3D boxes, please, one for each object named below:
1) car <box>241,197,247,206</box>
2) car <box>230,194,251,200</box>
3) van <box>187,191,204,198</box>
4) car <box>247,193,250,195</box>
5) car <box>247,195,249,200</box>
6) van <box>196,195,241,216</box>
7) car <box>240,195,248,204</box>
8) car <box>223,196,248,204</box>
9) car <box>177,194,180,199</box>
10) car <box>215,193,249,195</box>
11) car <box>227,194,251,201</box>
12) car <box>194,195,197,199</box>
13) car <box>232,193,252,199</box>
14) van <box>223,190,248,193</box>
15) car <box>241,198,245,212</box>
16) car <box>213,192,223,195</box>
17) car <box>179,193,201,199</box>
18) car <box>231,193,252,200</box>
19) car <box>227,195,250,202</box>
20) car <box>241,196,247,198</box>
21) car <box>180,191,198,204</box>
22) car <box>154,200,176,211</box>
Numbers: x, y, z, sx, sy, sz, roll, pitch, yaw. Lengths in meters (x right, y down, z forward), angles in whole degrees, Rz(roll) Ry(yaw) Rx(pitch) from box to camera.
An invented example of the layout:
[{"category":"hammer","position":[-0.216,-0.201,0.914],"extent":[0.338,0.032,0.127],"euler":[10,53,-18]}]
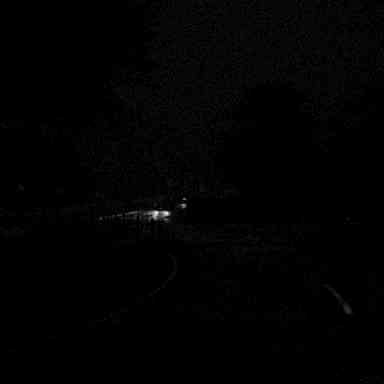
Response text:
[{"category":"car","position":[4.152,1.796,43.987],"extent":[5.366,1.575,1.946],"euler":[0,1,12]},{"category":"car","position":[11.620,1.198,79.282],"extent":[4.792,1.488,2.163],"euler":[0,1,12]},{"category":"van","position":[0.969,0.689,91.992],"extent":[4.442,1.987,1.878],"euler":[0,1,12]},{"category":"car","position":[7.678,1.505,60.258],"extent":[5.008,1.535,2.097],"euler":[0,1,12]},{"category":"car","position":[6.014,1.651,52.101],"extent":[5.008,1.535,2.097],"euler":[0,1,12]},{"category":"van","position":[3.103,1.674,38.532],"extent":[4.442,1.987,1.878],"euler":[0,1,12]},{"category":"car","position":[5.444,1.702,49.385],"extent":[4.892,1.521,2.231],"euler":[0,1,12]},{"category":"car","position":[8.239,1.497,62.979],"extent":[4.674,1.452,2.002],"euler":[0,1,12]},{"category":"car","position":[-0.865,0.808,83.784],"extent":[5.566,2.045,2.435],"euler":[0,1,12]},{"category":"car","position":[6.598,1.477,54.812],"extent":[4.553,1.767,2.185],"euler":[0,1,12]},{"category":"car","position":[10.851,1.213,76.606],"extent":[5.366,1.575,1.946],"euler":[0,1,12]},{"category":"car","position":[2.124,1.656,57.975],"extent":[1.895,1.301,4.718],"euler":[0,1,12]},{"category":"car","position":[12.713,1.073,84.722],"extent":[5.008,1.535,2.097],"euler":[0,1,12]},{"category":"van","position":[8.915,1.183,65.668],"extent":[4.442,1.987,1.878],"euler":[0,1,12]},{"category":"car","position":[3.804,1.880,41.224],"extent":[4.792,1.488,2.163],"euler":[0,1,12]},{"category":"car","position":[6.893,1.230,81.690],"extent":[1.895,1.301,4.718],"euler":[0,1,12]},{"category":"car","position":[-0.455,1.007,86.566],"extent":[5.366,1.575,1.946],"euler":[0,1,12]},{"category":"car","position":[12.156,1.122,82.004],"extent":[4.892,1.521,2.231],"euler":[0,1,12]},{"category":"car","position":[9.888,1.342,71.138],"extent":[4.792,1.488,2.163],"euler":[0,1,12]},{"category":"car","position":[4.921,1.780,46.662],"extent":[4.792,1.488,2.163],"euler":[0,1,12]},{"category":"car","position":[-0.275,1.307,63.098],"extent":[2.097,1.767,4.553],"euler":[0,1,12]},{"category":"car","position":[-3.729,1.855,46.584],"extent":[1.895,1.301,4.718],"euler":[0,1,12]}]
